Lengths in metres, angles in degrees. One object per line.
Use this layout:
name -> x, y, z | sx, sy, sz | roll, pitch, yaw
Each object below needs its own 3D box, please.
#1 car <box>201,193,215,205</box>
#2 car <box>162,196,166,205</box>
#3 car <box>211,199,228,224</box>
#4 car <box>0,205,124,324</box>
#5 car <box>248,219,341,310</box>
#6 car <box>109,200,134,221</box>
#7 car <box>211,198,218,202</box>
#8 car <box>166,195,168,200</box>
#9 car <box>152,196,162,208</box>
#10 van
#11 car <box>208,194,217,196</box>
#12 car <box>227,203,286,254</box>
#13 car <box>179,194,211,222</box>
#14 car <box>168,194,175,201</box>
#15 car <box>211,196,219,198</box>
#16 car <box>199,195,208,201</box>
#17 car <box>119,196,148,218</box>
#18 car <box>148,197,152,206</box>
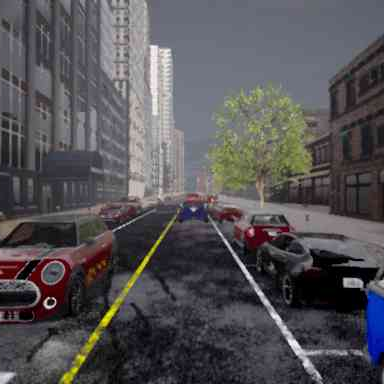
car -> 2.713, 1.186, 57.573 | 2.192, 1.841, 5.009 | 1, 0, 0
car -> -5.672, 1.452, 52.028 | 1.947, 1.339, 4.313 | 1, 0, 0
car -> 2.705, 1.499, 24.297 | 1.887, 1.381, 4.507 | 1, 0, 0
car -> -3.096, 1.339, 7.410 | 2.097, 1.767, 4.553 | 0, 0, 0
car -> 2.702, 1.553, 7.658 | 1.947, 1.339, 4.313 | 1, 0, 0
car -> -5.676, 1.536, 24.297 | 1.802, 1.307, 4.206 | 1, 0, 0
car -> 2.705, 1.524, 29.843 | 1.802, 1.307, 4.206 | 1, 0, 0
car -> -5.670, 1.397, 57.402 | 1.752, 1.417, 4.829 | 1, 0, 0
car -> -5.672, 1.427, 46.310 | 1.752, 1.417, 4.829 | 1, 0, 0
van -> 2.704, 1.338, 2.111 | 1.690, 1.788, 3.998 | 1, 0, 0
car -> 2.711, 1.216, 46.480 | 2.192, 1.841, 5.009 | 1, 0, 0
car -> 2.704, 1.417, 13.203 | 1.967, 1.590, 4.097 | 1, 0, 0
car -> 0.104, 1.304, 25.824 | 2.097, 1.767, 4.553 | 0, 0, 0
car -> -5.667, 1.367, 79.756 | 1.947, 1.339, 4.313 | 1, 0, 0
car -> 2.707, 1.454, 35.559 | 1.752, 1.417, 4.829 | 1, 0, 0
car -> 2.713, 1.367, 79.757 | 1.947, 1.339, 4.313 | 1, 0, 0
car -> -5.671, 1.257, 29.842 | 2.192, 1.841, 5.009 | 1, 0, 0
car -> -5.673, 1.455, 35.218 | 1.752, 1.417, 4.829 | 1, 0, 0
